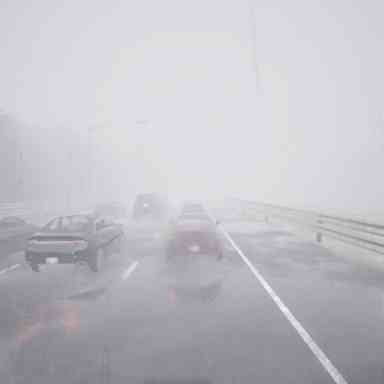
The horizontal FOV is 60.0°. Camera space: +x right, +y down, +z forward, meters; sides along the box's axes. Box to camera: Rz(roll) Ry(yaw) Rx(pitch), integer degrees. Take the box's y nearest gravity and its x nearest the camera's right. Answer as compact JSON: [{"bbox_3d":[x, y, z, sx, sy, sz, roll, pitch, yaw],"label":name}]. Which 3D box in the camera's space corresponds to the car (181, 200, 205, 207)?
[{"bbox_3d":[0.096,1.400,28.272,2.128,1.511,4.902,0,0,0],"label":"car"}]

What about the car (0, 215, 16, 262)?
[{"bbox_3d":[-6.915,1.522,11.908,1.994,1.385,4.181,0,0,0],"label":"car"}]

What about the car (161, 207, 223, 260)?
[{"bbox_3d":[0.089,1.482,12.085,1.812,1.442,4.674,0,0,0],"label":"car"}]

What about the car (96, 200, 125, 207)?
[{"bbox_3d":[-6.905,1.413,28.379,1.837,1.490,4.892,0,0,0],"label":"car"}]

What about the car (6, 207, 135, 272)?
[{"bbox_3d":[-3.422,1.455,10.583,2.128,1.511,4.902,0,0,0],"label":"car"}]

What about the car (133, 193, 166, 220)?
[{"bbox_3d":[-3.409,1.131,27.377,2.150,2.045,5.566,0,0,0],"label":"car"}]
